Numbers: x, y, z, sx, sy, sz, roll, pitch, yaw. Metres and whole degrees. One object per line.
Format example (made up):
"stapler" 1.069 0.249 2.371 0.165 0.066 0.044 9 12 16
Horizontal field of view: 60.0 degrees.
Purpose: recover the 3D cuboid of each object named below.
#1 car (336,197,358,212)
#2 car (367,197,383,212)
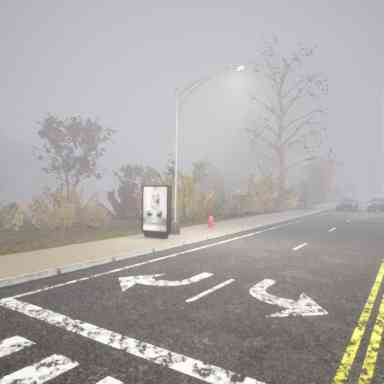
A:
"car" 18.596 1.390 39.829 2.097 1.767 4.553 0 0 30
"car" 21.404 1.393 38.192 2.097 1.767 4.553 0 0 30
